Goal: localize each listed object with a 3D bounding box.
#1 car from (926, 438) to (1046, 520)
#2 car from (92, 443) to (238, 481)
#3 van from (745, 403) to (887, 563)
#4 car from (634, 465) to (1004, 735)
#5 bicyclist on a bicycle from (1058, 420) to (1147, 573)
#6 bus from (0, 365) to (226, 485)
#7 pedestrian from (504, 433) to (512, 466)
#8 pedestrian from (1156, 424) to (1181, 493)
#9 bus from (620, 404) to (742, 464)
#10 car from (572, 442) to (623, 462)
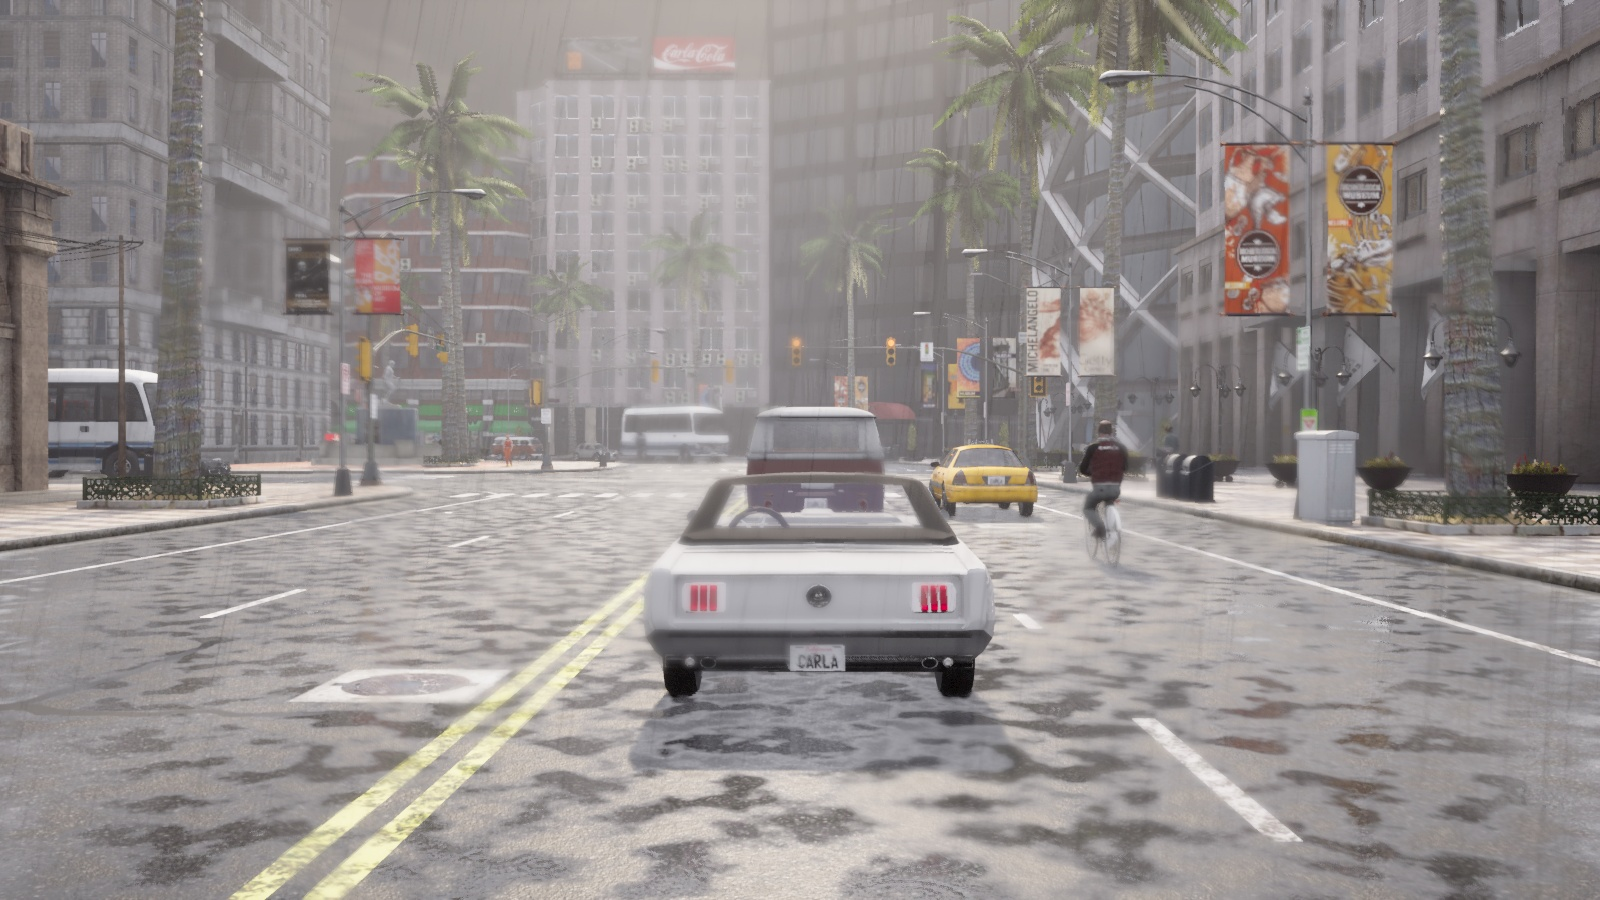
[{"bbox_3d":[3.818,0.538,26.653,1.801,1.575,5.366,0,0,1],"label":"car"},{"bbox_3d":[-25.251,0.449,49.998,4.892,1.490,1.837,0,0,1],"label":"car"},{"bbox_3d":[0.224,0.399,17.841,1.775,1.987,4.442,0,0,1],"label":"van"},{"bbox_3d":[0.125,0.797,8.803,1.895,1.301,4.718,0,0,1],"label":"car"},{"bbox_3d":[3.700,0.533,15.495,0.659,1.776,1.843,0,1,1],"label":"bicyclist on a bicycle"},{"bbox_3d":[-27.301,-0.914,46.485,10.273,4.253,3.944,0,0,0],"label":"bus"},{"bbox_3d":[-16.466,-0.010,70.771,0.345,1.836,0.594,0,0,0],"label":"pedestrian"},{"bbox_3d":[9.873,0.221,33.682,0.353,1.847,0.614,0,0,-20],"label":"pedestrian"},{"bbox_3d":[-9.168,-1.175,95.309,3.944,4.253,10.273,0,0,-41],"label":"bus"},{"bbox_3d":[-15.697,0.150,97.244,3.806,1.475,1.970,0,0,41],"label":"car"}]
